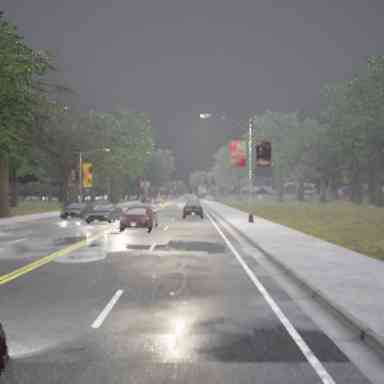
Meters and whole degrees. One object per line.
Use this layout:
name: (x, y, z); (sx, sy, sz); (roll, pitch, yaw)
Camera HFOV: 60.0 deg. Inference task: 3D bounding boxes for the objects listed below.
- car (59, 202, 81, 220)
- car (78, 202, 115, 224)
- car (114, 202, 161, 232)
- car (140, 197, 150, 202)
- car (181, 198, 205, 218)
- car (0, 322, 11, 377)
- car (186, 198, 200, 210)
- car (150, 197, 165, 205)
car: (-9.855, 1.632, 29.367); (2.033, 1.411, 5.357); (0, 0, 0)
car: (-6.605, 1.616, 25.447); (2.033, 1.411, 5.357); (0, 0, 0)
car: (-3.154, 1.575, 20.183); (1.812, 1.442, 4.674); (0, 0, 0)
car: (-9.766, 1.792, 70.796); (1.882, 1.535, 5.008); (0, 0, 0)
car: (0.093, 1.598, 30.876); (1.837, 1.490, 4.892); (0, 0, 0)
car: (-3.150, 1.568, 2.255); (1.994, 1.385, 4.181); (0, 0, 0)
car: (0.092, 1.649, 46.725); (1.882, 1.535, 5.008); (0, 0, 0)
car: (-6.527, 1.759, 65.972); (1.882, 1.535, 5.008); (0, 0, 0)
